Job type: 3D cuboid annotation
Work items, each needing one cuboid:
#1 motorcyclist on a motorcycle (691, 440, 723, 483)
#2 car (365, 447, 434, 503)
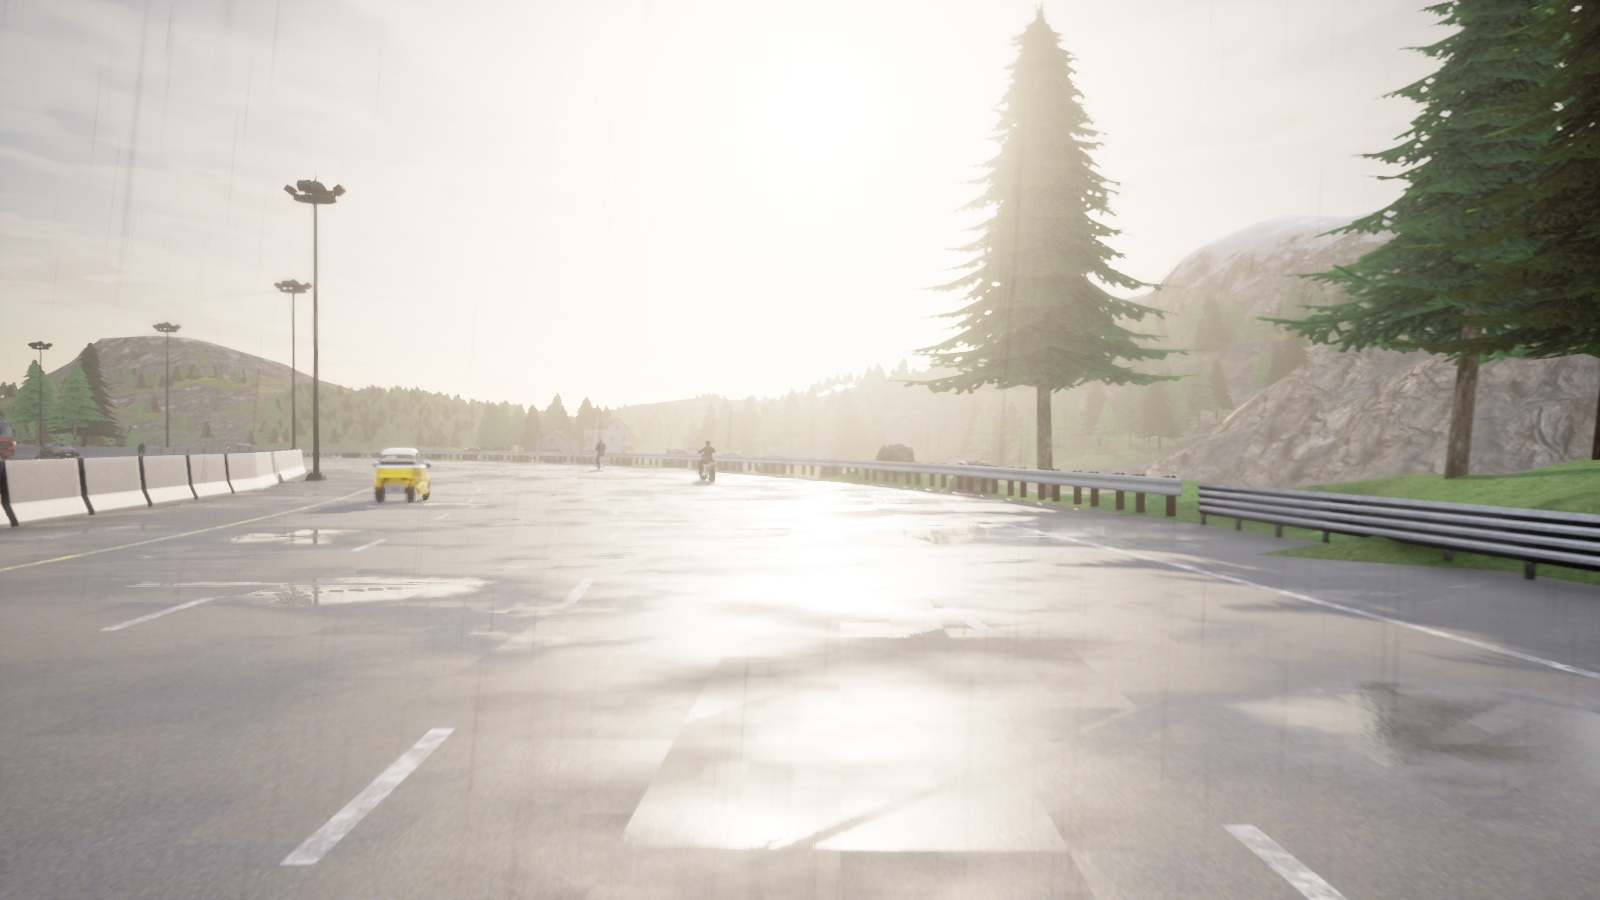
[{"bbox_3d":[-3.668,0.417,49.244,0.766,1.649,2.350,-1,1,-16],"label":"motorcyclist on a motorcycle"},{"bbox_3d":[-10.329,0.613,32.485,1.481,1.376,2.207,0,1,-12],"label":"car"}]
